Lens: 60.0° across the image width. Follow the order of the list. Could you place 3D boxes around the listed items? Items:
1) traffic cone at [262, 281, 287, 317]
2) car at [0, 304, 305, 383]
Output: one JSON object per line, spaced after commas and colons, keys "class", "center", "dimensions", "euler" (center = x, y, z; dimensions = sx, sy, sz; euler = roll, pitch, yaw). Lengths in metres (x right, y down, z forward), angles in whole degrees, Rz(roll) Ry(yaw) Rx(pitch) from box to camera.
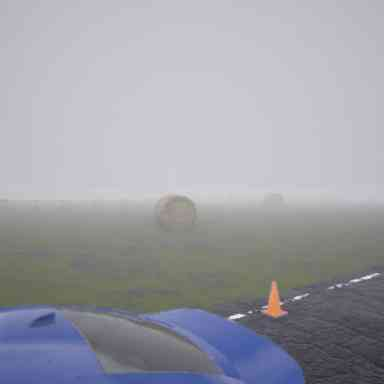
{"class": "traffic cone", "center": [1.554, 1.985, 6.276], "dimensions": [0.340, 0.580, 0.340], "euler": [0, 0, -36]}
{"class": "car", "center": [-1.543, 1.484, 1.470], "dimensions": [5.008, 1.535, 1.882], "euler": [0, 0, -36]}
